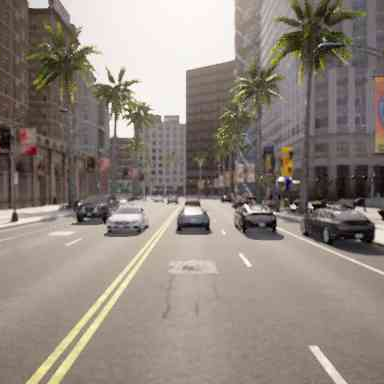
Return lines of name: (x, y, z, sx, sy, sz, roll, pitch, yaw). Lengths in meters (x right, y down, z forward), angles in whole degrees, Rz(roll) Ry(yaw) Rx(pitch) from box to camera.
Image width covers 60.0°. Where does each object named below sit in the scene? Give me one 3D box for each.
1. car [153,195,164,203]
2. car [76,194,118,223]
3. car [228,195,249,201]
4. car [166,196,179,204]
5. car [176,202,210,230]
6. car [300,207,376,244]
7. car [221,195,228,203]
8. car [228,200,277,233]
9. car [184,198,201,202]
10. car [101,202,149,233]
car: (-6.823, 1.420, 67.763, 1.812, 1.442, 4.674, 0, 0, 1)
car: (-7.117, 1.184, 25.727, 2.150, 2.045, 5.566, 0, 0, 0)
car: (6.566, 1.286, 44.873, 2.185, 1.767, 4.553, 0, 0, 0)
car: (-3.446, 1.437, 59.995, 1.812, 1.442, 4.674, 0, 0, 1)
car: (0.083, 1.533, 20.628, 1.994, 1.385, 4.181, 0, 0, 0)
car: (6.576, 1.456, 15.498, 2.231, 1.521, 4.892, 0, 0, 0)
car: (6.859, 1.412, 66.802, 2.161, 1.482, 4.786, 0, 0, 0)
car: (3.586, 1.462, 19.415, 2.128, 1.511, 4.902, 0, 0, 0)
car: (0.073, 1.418, 39.966, 1.882, 1.535, 5.008, 0, 0, 0)
car: (-3.613, 1.497, 19.382, 1.812, 1.442, 4.674, 0, 0, 0)
